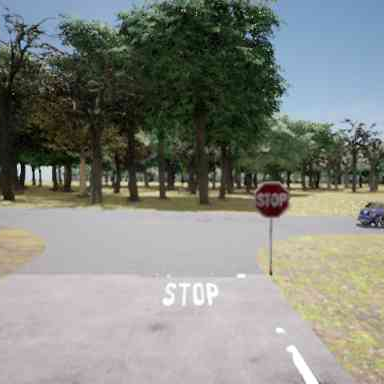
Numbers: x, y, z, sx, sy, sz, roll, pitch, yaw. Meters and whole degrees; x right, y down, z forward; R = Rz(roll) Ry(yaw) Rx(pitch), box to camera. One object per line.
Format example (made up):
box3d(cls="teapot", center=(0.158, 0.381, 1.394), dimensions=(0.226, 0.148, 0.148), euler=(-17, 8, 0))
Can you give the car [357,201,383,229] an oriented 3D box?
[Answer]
box3d(cls="car", center=(13.545, 1.446, 21.973), dimensions=(4.553, 1.767, 2.097), euler=(2, 1, -1))
